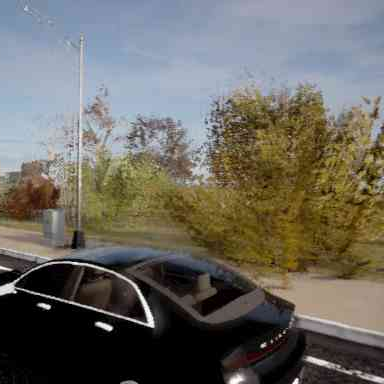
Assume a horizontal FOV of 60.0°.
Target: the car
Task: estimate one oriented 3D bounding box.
[{"bbox_3d":[-1.091,1.466,4.342,4.892,1.490,1.837,1,0,35],"label":"car"}]
